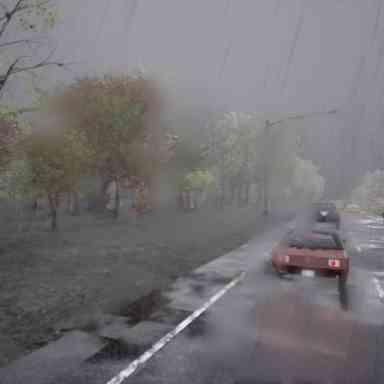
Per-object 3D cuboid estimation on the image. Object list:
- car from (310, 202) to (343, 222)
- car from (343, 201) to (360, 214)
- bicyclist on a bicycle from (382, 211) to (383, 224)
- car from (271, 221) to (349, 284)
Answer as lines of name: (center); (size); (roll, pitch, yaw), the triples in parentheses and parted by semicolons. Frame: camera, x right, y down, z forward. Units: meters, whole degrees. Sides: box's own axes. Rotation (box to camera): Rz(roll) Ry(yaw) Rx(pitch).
car: (11.033, 1.820, 27.556); (2.150, 2.045, 5.566); (1, -1, 23)
car: (25.748, 2.718, 53.408); (1.882, 1.535, 5.008); (1, -1, 23)
bicyclist on a bicycle: (14.928, 2.095, 25.557); (0.582, 1.620, 1.656); (1, -1, 23)
car: (3.825, 1.822, 10.503); (1.895, 1.301, 4.718); (1, -1, 23)
